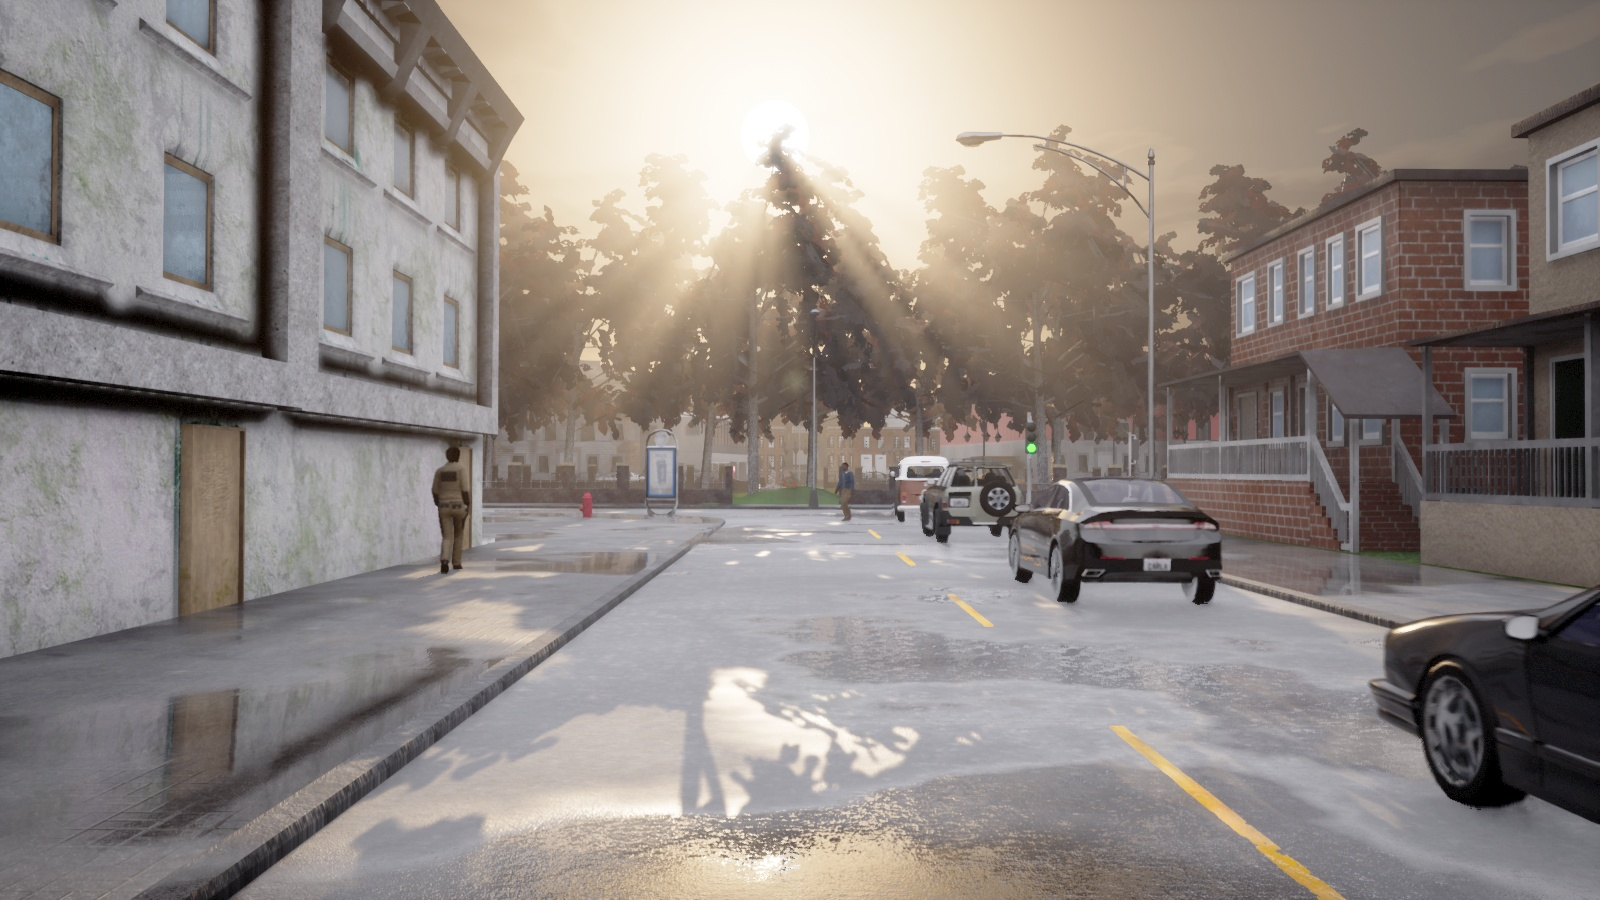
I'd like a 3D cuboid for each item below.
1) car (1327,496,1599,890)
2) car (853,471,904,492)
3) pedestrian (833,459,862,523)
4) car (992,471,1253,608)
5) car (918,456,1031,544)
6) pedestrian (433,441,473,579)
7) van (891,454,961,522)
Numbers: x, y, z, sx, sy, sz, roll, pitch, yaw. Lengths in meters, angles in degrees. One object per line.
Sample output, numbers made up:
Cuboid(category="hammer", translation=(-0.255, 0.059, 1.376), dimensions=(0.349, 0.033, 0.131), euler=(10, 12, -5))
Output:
Cuboid(category="car", translation=(3.986, 0.920, 4.365), dimensions=(2.033, 1.411, 5.357), euler=(0, -1, 0))
Cuboid(category="car", translation=(5.874, 2.357, 94.549), dimensions=(3.705, 1.549, 1.789), euler=(0, -1, 0))
Cuboid(category="pedestrian", translation=(1.444, 1.240, 38.173), dimensions=(0.788, 1.949, 0.423), euler=(1, -1, -40))
Cuboid(category="car", translation=(3.951, 1.030, 16.390), dimensions=(2.128, 1.511, 4.902), euler=(0, -1, 0))
Cuboid(category="car", translation=(3.915, 1.101, 28.872), dimensions=(1.932, 1.855, 4.605), euler=(0, -1, 0))
Cuboid(category="pedestrian", translation=(-4.935, 0.844, 17.876), dimensions=(0.396, 1.930, 0.692), euler=(0, -1, -3))
Cuboid(category="van", translation=(4.019, 1.203, 40.555), dimensions=(2.069, 2.038, 4.480), euler=(-1, -1, 4))
